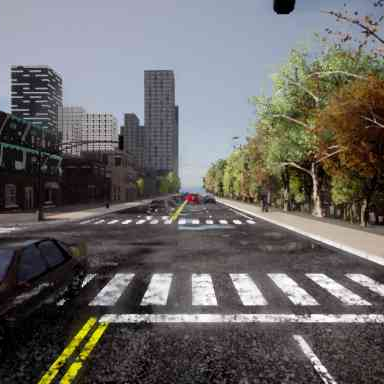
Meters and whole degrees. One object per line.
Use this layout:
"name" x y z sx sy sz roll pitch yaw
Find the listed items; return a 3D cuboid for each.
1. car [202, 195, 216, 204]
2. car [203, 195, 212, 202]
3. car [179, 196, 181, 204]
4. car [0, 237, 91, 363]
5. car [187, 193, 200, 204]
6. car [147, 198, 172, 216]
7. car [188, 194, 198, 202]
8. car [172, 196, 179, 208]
"car" 3.482 1.540 63.126 1.994 1.385 4.181 0 0 0
"car" 3.402 1.471 73.082 1.837 1.490 4.892 0 0 0
"car" -3.133 1.483 65.142 1.837 1.490 4.892 0 -1 1
"car" -3.339 1.546 5.763 2.033 1.411 5.357 0 0 0
"car" 0.228 1.198 62.214 2.150 2.045 5.566 0 0 1
"car" -3.282 1.494 33.065 1.837 1.490 4.892 0 0 0
"car" 0.164 1.325 72.781 2.097 1.767 4.553 0 0 0
"car" -3.250 1.548 46.803 1.994 1.385 4.181 0 0 0
